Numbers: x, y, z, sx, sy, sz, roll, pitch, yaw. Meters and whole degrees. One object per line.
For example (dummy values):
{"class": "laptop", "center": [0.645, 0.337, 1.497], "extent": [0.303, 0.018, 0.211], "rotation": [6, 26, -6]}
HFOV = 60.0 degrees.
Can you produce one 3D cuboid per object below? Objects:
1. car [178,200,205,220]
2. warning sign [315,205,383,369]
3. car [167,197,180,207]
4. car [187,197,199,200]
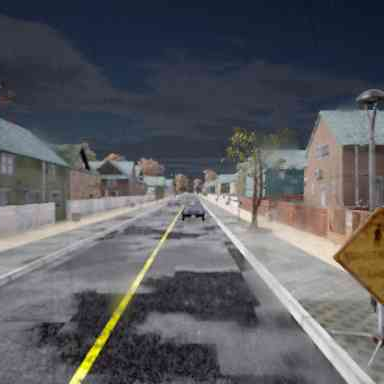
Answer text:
{"class": "car", "center": [0.101, 1.610, 28.173], "extent": [1.895, 1.301, 4.718], "rotation": [0, 0, 0]}
{"class": "warning sign", "center": [2.502, 1.119, 4.402], "extent": [1.300, 1.860, 1.060], "rotation": [-1, -1, 0]}
{"class": "car", "center": [-2.792, 1.531, 50.878], "extent": [1.812, 1.442, 4.674], "rotation": [0, 0, 0]}
{"class": "car", "center": [0.107, 1.360, 42.301], "extent": [2.097, 1.767, 4.553], "rotation": [0, 0, 0]}
